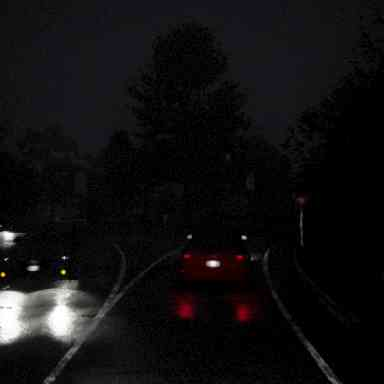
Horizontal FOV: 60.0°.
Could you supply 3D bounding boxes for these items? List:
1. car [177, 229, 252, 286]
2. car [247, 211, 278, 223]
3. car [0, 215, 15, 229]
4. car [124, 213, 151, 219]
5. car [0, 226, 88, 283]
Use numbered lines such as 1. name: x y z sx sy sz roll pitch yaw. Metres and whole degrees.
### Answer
1. car: 0.746 1.815 10.204 1.994 1.385 4.181 0 -2 6
2. car: 10.146 3.570 48.061 1.882 1.535 5.008 3 -4 -34
3. car: -16.702 2.716 28.990 1.994 1.385 4.181 2 -3 -32
4. car: -9.026 3.803 53.672 4.718 1.301 1.895 2 -3 -17
5. car: -4.406 1.819 10.383 1.994 1.385 4.181 1 -2 -12
